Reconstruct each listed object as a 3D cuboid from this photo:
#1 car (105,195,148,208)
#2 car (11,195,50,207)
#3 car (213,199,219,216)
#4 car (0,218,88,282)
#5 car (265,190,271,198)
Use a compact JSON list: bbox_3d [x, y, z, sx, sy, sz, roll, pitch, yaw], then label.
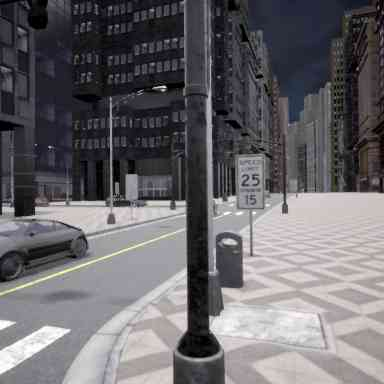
[{"bbox_3d":[-7.198,1.067,36.491,4.892,1.490,1.837,-1,0,19],"label":"car"},{"bbox_3d":[-19.796,1.037,40.797,4.553,1.767,2.097,0,0,19],"label":"car"},{"bbox_3d":[0.932,1.220,26.050,1.895,1.301,4.718,-1,1,12],"label":"car"},{"bbox_3d":[-4.895,1.472,9.551,1.994,1.385,4.181,-1,1,19],"label":"car"},{"bbox_3d":[14.699,0.442,66.806,1.837,1.490,4.892,-1,1,19],"label":"car"}]
